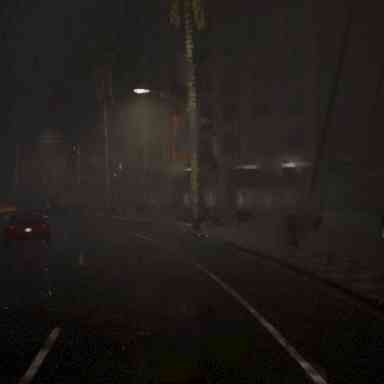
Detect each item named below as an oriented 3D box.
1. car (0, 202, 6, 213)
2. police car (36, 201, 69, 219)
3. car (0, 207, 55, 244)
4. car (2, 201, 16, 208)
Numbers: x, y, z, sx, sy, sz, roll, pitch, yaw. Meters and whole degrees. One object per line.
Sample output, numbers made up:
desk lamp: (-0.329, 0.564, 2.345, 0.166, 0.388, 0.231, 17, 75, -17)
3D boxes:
car: (-19.009, 1.835, 30.207, 4.674, 1.442, 1.812, -1, -1, 42)
police car: (-13.573, 1.695, 31.560, 5.238, 1.638, 1.930, -1, 0, 44)
car: (-8.381, 1.718, 16.912, 1.994, 1.385, 4.181, 0, 0, -27)
car: (-22.411, 1.856, 38.501, 5.008, 1.535, 1.882, -1, 0, 32)
